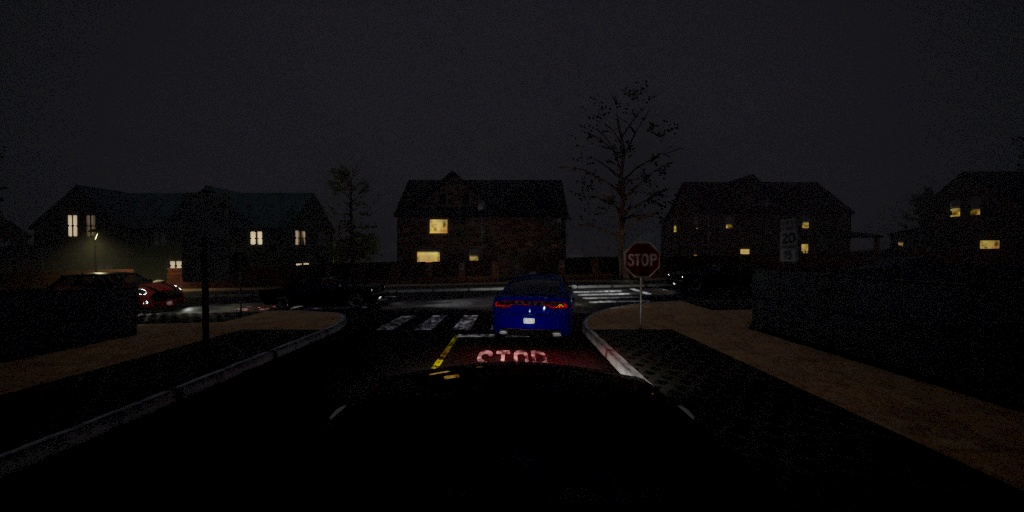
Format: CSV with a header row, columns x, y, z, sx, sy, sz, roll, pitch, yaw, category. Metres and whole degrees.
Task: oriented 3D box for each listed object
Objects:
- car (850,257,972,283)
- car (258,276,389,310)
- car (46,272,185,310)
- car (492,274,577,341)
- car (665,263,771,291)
x,y,z,sx,sy,sz,roll,pitch,yaw,category
20.044,0.753,18.232,5.357,1.411,2.033,-1,1,0,car
-7.822,1.506,15.247,4.718,1.301,1.895,-1,1,0,car
-16.809,1.471,15.233,4.553,1.767,2.097,-1,1,0,car
0.780,1.226,10.046,1.882,1.535,5.008,0,0,10,car
10.398,1.034,18.188,4.718,1.301,1.895,-1,1,-1,car
